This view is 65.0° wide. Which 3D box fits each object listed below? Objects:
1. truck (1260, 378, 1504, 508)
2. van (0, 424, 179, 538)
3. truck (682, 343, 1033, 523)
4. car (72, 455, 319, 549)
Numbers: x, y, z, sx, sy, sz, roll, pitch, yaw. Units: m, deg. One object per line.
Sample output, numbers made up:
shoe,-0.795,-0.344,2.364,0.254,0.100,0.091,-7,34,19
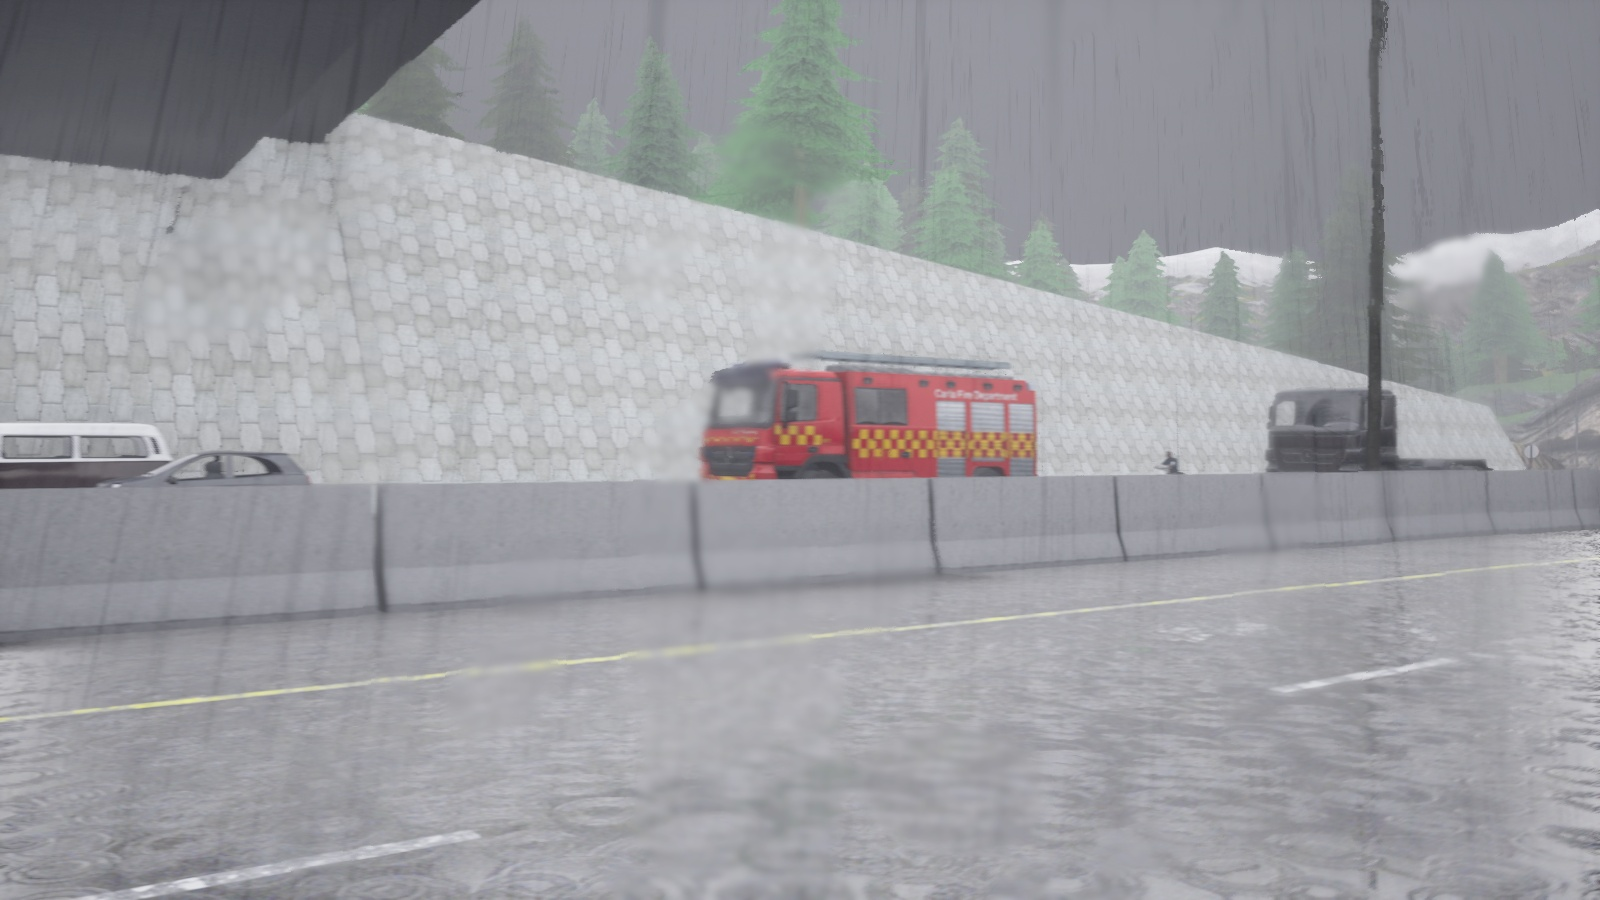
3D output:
truck,17.253,-0.183,36.993,7.936,3.462,2.891,0,0,-35
van,-14.301,0.556,23.556,4.480,2.038,2.069,0,0,-35
truck,1.559,-0.347,30.334,8.468,3.827,2.891,0,0,-35
car,-10.524,0.835,21.919,3.633,1.501,1.845,0,0,-35
